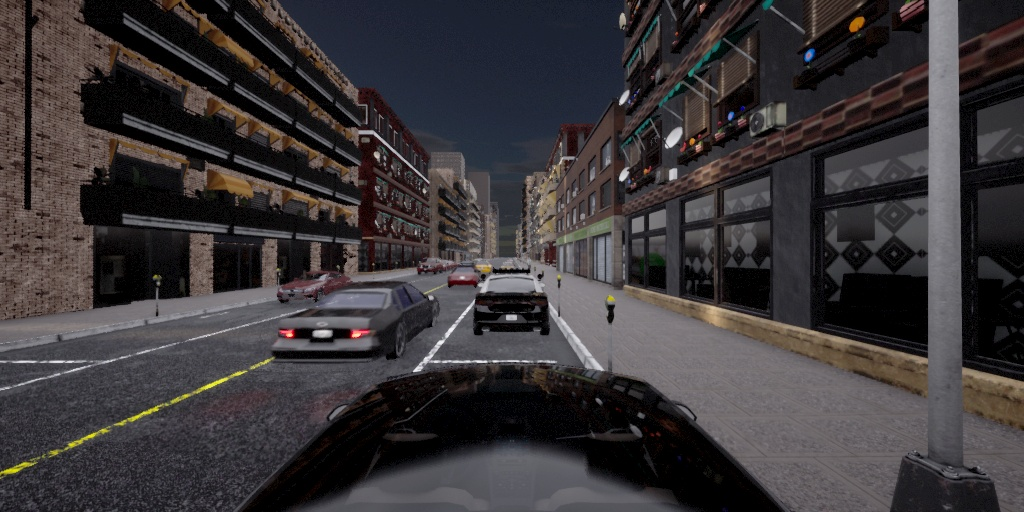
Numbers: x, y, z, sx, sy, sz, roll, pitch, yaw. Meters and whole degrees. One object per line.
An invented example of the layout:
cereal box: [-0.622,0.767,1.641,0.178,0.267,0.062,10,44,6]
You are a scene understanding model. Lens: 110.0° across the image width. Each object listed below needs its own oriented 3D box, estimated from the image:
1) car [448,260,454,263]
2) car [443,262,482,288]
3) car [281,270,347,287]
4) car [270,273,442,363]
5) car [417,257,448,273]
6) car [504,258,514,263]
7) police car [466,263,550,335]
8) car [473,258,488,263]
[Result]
car: [-8.837,1.188,44.643,1.967,1.591,4.097,0,0,0]
car: [-3.044,1.314,23.994,1.994,1.385,4.181,0,0,0]
car: [-8.837,1.333,16.462,1.802,1.307,4.207,0,0,0]
car: [-3.046,1.298,8.274,2.033,1.411,5.357,0,0,0]
car: [-8.837,1.064,39.007,2.192,1.841,5.009,0,0,0]
car: [-0.456,1.275,39.173,1.751,1.417,4.829,0,0,0]
police car: [-0.011,1.175,10.609,1.930,1.638,5.238,0,0,0]
car: [-3.146,1.206,40.048,1.801,1.575,5.366,0,0,0]
